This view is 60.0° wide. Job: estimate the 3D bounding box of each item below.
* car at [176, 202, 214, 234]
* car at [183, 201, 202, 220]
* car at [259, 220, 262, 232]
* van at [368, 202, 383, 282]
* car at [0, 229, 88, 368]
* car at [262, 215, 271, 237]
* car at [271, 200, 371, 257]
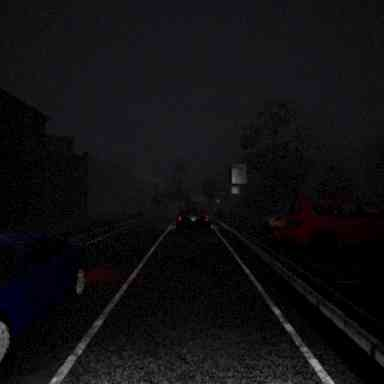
[{"bbox_3d":[0.079,1.657,21.227,2.097,1.767,4.553,0,-2,0],"label":"car"},{"bbox_3d":[0.069,2.155,38.924,2.150,2.045,5.566,0,-2,0],"label":"car"},{"bbox_3d":[6.201,1.544,18.957,4.553,1.767,2.185,0,-1,-1],"label":"car"},{"bbox_3d":[6.390,1.284,6.815,4.442,1.987,1.878,0,0,0],"label":"van"},{"bbox_3d":[-3.353,1.508,5.772,1.882,1.535,5.008,0,0,0],"label":"car"},{"bbox_3d":[6.206,1.620,15.920,5.008,1.535,2.097,0,-1,-1],"label":"car"},{"bbox_3d":[6.260,1.323,13.006,5.566,2.045,2.435,0,-1,0],"label":"car"}]
